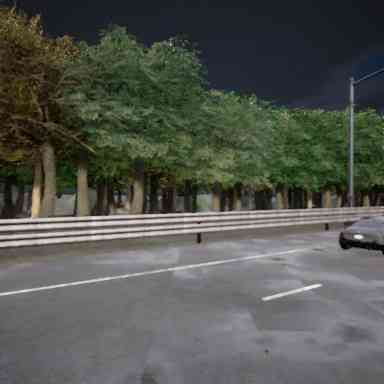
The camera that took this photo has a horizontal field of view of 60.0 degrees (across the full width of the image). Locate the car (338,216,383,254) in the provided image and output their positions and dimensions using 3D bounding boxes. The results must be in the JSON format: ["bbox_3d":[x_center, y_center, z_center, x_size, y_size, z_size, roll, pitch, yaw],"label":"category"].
[{"bbox_3d":[7.996,1.700,13.862,4.181,1.385,1.994,1,0,-35],"label":"car"}]
